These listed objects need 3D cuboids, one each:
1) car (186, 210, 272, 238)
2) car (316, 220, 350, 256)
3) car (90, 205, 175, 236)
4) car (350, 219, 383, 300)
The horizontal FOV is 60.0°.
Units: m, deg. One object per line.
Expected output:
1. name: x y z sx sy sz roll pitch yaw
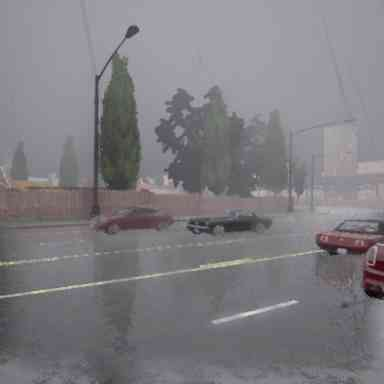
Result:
1. car: 2.006 1.601 17.516 4.718 1.301 1.895 1 0 -37
2. car: 6.622 1.640 12.005 4.718 1.301 1.895 1 0 -36
3. car: -3.164 1.471 18.203 4.674 1.442 1.812 0 0 -35
4. car: 5.738 1.367 7.149 4.553 1.767 2.097 1 0 -34
